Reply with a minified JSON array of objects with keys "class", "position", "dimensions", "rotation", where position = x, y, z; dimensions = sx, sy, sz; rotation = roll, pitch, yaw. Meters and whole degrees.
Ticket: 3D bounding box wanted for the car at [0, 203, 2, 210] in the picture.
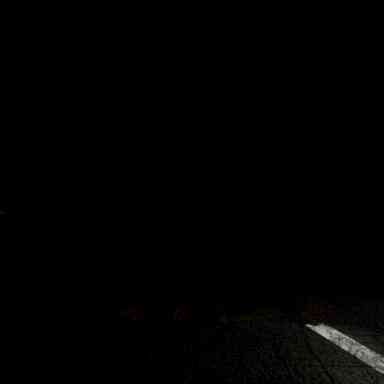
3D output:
[{"class":"car","position":[-29.418,1.979,48.840],"dimensions":[1.837,1.490,4.892],"rotation":[1,-1,-18]}]
